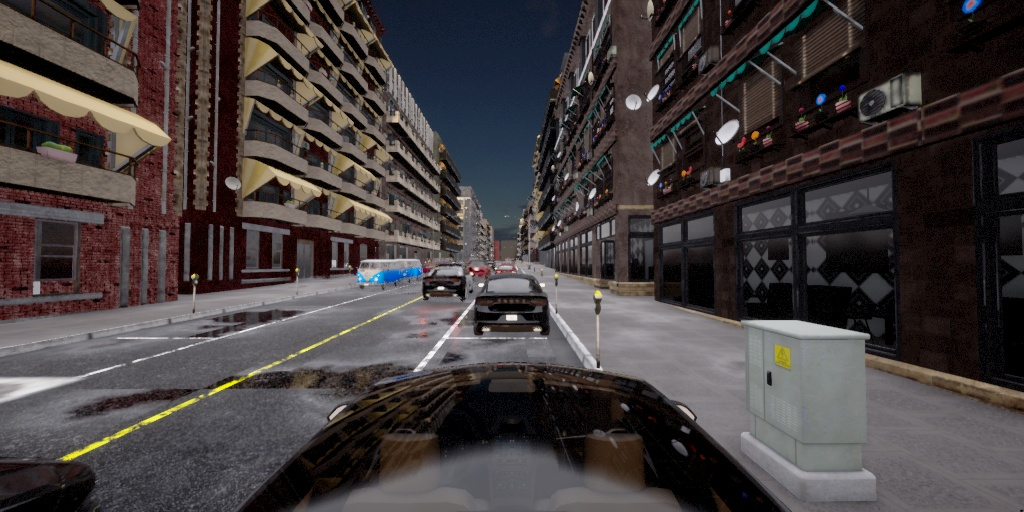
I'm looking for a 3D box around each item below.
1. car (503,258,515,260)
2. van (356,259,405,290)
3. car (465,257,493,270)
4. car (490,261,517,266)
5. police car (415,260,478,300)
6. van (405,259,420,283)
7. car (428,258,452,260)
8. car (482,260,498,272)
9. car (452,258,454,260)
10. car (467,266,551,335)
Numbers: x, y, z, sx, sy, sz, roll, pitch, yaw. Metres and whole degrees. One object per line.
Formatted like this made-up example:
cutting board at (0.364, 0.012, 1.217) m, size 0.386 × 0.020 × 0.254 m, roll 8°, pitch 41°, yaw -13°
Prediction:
car at (-0.445, 1.240, 39.134) m, size 1.967 × 1.591 × 4.097 m, roll 0°, pitch 0°, yaw 0°
van at (-8.335, 1.108, 22.603) m, size 1.690 × 1.789 × 3.998 m, roll 0°, pitch 0°, yaw 0°
car at (-2.930, 1.137, 31.827) m, size 2.097 × 1.767 × 4.553 m, roll 0°, pitch 0°, yaw 0°
car at (-0.453, 1.322, 28.072) m, size 1.888 × 1.381 × 4.507 m, roll 0°, pitch 0°, yaw 0°
police car at (-3.017, 1.187, 17.775) m, size 1.930 × 1.638 × 5.238 m, roll 0°, pitch 0°, yaw 0°
van at (-8.335, 1.118, 28.134) m, size 1.690 × 1.789 × 3.998 m, roll 0°, pitch 0°, yaw 0°
car at (-8.335, 1.115, 39.194) m, size 2.192 × 1.841 × 5.009 m, roll 0°, pitch 0°, yaw 0°
car at (-2.928, 1.326, 47.810) m, size 1.837 × 1.490 × 4.892 m, roll 0°, pitch 0°, yaw 0°
car at (-8.335, 1.128, 44.724) m, size 2.192 × 1.841 × 5.009 m, roll 0°, pitch 0°, yaw 0°
car at (-0.006, 1.232, 10.503) m, size 1.882 × 1.535 × 5.008 m, roll 0°, pitch 0°, yaw 0°
